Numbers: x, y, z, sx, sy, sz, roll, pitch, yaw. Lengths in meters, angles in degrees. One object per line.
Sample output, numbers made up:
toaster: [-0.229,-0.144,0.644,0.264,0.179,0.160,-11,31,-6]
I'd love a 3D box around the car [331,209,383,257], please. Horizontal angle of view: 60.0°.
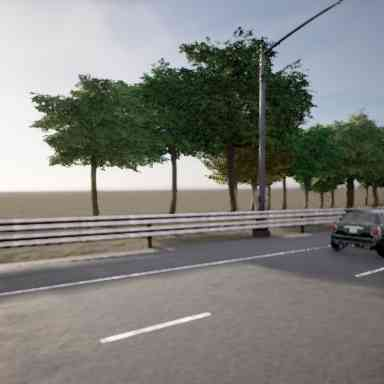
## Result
car: [7.791,1.504,13.720,4.553,1.767,2.097,1,-1,-35]
